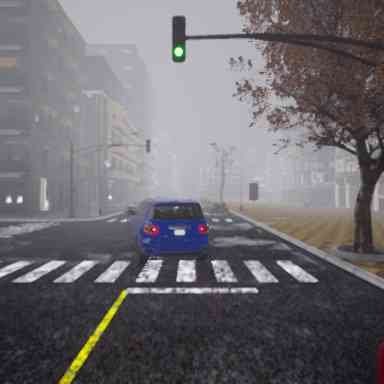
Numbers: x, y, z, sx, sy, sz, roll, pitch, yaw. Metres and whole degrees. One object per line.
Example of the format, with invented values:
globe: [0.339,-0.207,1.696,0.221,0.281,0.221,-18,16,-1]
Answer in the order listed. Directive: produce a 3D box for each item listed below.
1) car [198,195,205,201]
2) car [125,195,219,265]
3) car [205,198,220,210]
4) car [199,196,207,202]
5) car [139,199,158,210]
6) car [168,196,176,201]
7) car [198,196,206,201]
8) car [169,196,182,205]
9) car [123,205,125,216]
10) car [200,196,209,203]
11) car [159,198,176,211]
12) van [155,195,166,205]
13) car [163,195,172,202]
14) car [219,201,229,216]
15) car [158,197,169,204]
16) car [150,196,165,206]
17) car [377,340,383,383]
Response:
car: [2.661,1.624,94.182,1.967,1.590,4.097,0,0,0]
car: [-1.056,1.236,12.066,2.150,2.045,5.566,1,0,-15]
car: [2.677,1.589,44.559,1.752,1.417,4.829,0,0,0]
car: [2.665,1.697,83.118,1.887,1.381,4.507,0,0,0]
car: [-5.703,1.614,44.387,2.008,1.369,4.403,0,0,0]
car: [-5.720,1.735,94.180,2.008,1.369,4.403,0,0,0]
car: [2.663,1.718,88.650,2.008,1.369,4.403,0,0,0]
car: [-3.050,1.591,61.452,2.128,1.511,4.902,0,0,1]
car: [-5.700,1.594,33.321,2.008,1.369,4.403,0,0,0]
car: [2.668,1.649,72.222,1.752,1.417,4.829,0,0,0]
car: [-3.106,1.538,42.964,1.882,1.535,5.008,0,0,0]
van: [-5.708,1.440,60.985,1.690,1.788,3.998,0,0,0]
car: [-5.714,1.578,77.583,1.967,1.590,4.097,0,0,0]
car: [2.681,1.587,33.324,1.887,1.381,4.507,0,0,0]
car: [-5.710,1.693,66.517,1.802,1.307,4.206,0,0,0]
car: [-5.707,1.527,55.452,1.967,1.590,4.097,0,0,0]
car: [2.692,1.316,0.936,2.192,1.841,5.009,0,0,0]
